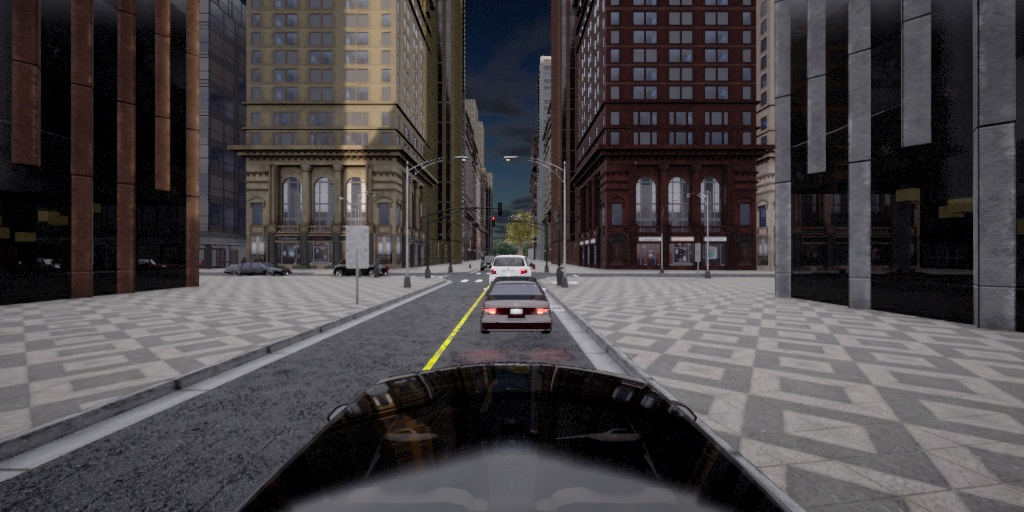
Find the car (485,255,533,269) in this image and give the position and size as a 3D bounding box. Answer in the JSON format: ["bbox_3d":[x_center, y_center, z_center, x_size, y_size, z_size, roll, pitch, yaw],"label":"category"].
[{"bbox_3d":[0.015,0.971,20.854,2.150,2.045,5.566,0,0,4],"label":"car"}]

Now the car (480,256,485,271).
[{"bbox_3d":[-3.132,0.969,49.484,2.150,2.045,5.566,0,0,-1],"label":"car"}]

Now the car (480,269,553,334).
[{"bbox_3d":[0.091,1.297,10.609,2.033,1.411,5.357,0,0,0],"label":"car"}]

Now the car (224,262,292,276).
[{"bbox_3d":[-23.573,1.220,33.332,5.357,1.411,2.033,0,0,0],"label":"car"}]

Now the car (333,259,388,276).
[{"bbox_3d":[-13.992,1.052,33.339,4.553,1.767,2.097,0,0,0],"label":"car"}]

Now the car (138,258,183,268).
[{"bbox_3d":[-33.360,1.001,33.340,4.553,1.767,2.097,0,0,0],"label":"car"}]

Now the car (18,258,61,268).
[{"bbox_3d":[-43.161,0.979,33.370,4.553,1.767,2.097,0,0,0],"label":"car"}]
